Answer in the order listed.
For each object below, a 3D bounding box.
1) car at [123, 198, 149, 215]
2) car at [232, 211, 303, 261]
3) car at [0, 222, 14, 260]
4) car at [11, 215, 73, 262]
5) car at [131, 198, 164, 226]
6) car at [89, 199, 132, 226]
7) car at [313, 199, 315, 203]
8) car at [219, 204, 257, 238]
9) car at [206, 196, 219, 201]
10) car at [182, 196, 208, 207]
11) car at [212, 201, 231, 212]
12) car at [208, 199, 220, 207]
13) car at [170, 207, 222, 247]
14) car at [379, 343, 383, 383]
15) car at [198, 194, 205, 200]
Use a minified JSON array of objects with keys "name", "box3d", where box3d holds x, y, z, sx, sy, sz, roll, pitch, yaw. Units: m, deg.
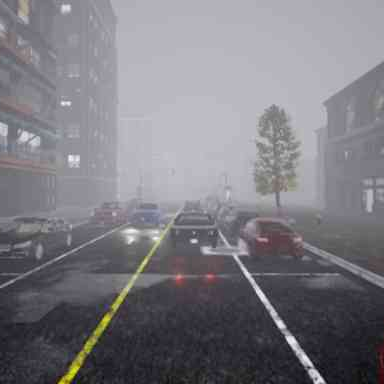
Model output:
[{"name":"car","box3d":[-5.689,1.418,34.132,1.967,1.590,4.097,0,0,0]},{"name":"car","box3d":[2.691,1.567,11.974,1.802,1.307,4.206,0,0,0]},{"name":"car","box3d":[-5.689,1.542,6.436,2.008,1.369,4.403,0,0,0]},{"name":"car","box3d":[-5.689,1.536,11.974,2.008,1.369,4.403,0,0,0]},{"name":"car","box3d":[-3.099,1.458,23.552,1.882,1.535,5.008,0,0,0]},{"name":"car","box3d":[-5.690,1.421,23.052,1.967,1.590,4.097,0,0,0]},{"name":"car","box3d":[26.153,1.640,65.239,4.507,1.381,1.887,0,0,0]},{"name":"car","box3d":[2.691,1.548,17.514,1.947,1.339,4.313,0,0,0]},{"name":"car","box3d":[2.692,1.501,39.840,1.752,1.417,4.829,0,0,0]},{"name":"car","box3d":[0.095,1.469,31.753,2.128,1.511,4.902,0,0,0]},{"name":"car","box3d":[2.691,1.531,23.052,2.008,1.369,4.403,0,0,0]},{"name":"car","box3d":[2.691,1.545,28.591,1.947,1.339,4.313,0,0,0]},{"name":"car","box3d":[0.093,1.584,14.963,1.895,1.301,4.718,0,0,0]},{"name":"car","box3d":[2.692,1.313,0.898,2.192,1.841,5.009,0,0,0]},{"name":"car","box3d":[2.693,1.441,94.399,1.967,1.590,4.097,0,0,0]}]
